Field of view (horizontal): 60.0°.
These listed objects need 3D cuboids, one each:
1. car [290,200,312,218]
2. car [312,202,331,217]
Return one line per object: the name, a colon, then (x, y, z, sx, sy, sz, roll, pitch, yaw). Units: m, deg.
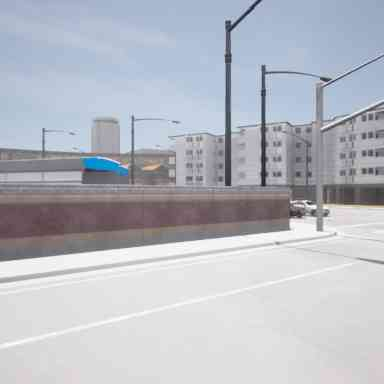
car: (7.848, 1.505, 29.722, 1.837, 1.490, 4.892, 0, 0, -35)
car: (10.791, 1.526, 31.646, 1.812, 1.442, 4.674, 0, 0, -36)
